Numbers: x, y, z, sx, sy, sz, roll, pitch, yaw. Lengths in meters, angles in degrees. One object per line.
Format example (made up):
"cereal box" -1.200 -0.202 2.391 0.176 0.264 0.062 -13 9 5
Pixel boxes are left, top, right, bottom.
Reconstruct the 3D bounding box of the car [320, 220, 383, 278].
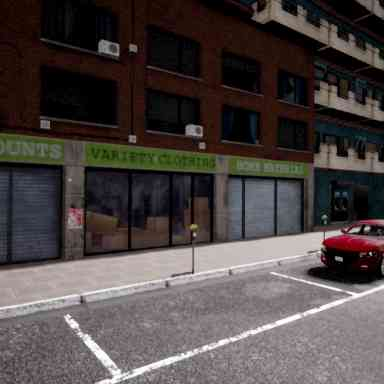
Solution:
"car" 5.767 1.548 10.209 4.507 1.381 1.887 0 1 -36
